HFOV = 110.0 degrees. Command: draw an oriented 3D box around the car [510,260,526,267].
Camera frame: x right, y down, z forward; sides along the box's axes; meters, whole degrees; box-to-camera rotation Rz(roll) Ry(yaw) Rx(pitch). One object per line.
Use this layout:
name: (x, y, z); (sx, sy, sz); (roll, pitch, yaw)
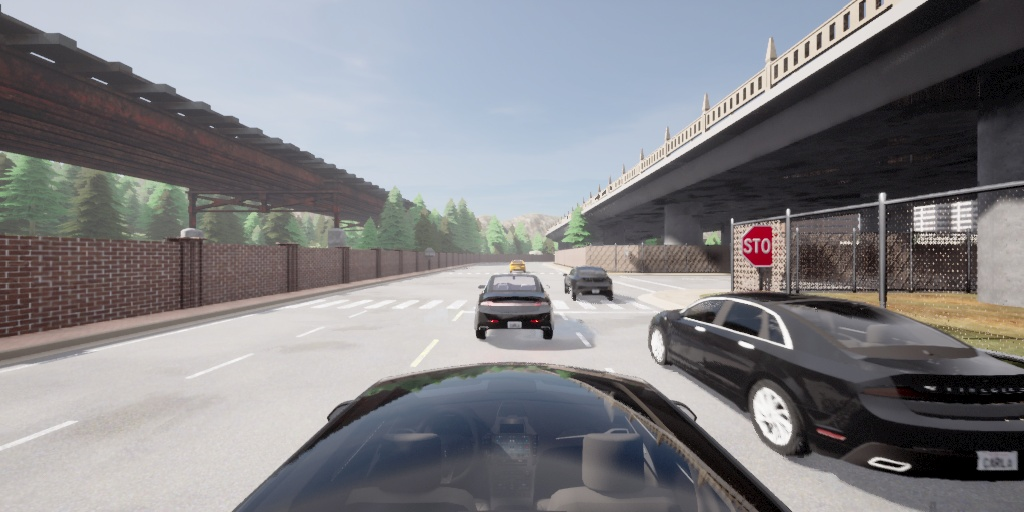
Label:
car: (0.715, 1.228, 44.350); (1.882, 1.535, 5.008); (0, 0, 1)

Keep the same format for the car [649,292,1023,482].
car: (3.555, 1.255, 5.049); (1.837, 1.490, 4.892); (0, 0, 0)

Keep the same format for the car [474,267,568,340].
car: (0.057, 1.242, 10.000); (2.128, 1.511, 4.902); (0, 0, 0)

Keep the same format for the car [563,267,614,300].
car: (3.665, 1.255, 17.635); (1.837, 1.490, 4.892); (0, 0, 3)
